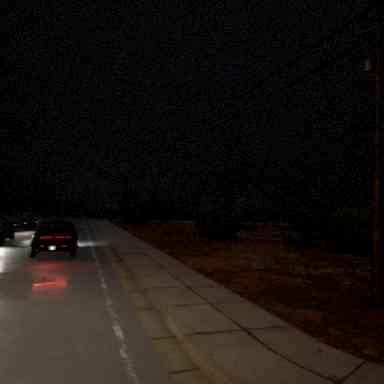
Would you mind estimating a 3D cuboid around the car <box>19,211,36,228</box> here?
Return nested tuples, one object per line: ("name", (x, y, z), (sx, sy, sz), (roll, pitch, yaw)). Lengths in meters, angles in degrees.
("car", (-14.663, 2.432, 28.759), (1.882, 1.535, 5.008), (3, -3, -18))

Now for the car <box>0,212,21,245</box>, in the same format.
("car", (-11.312, 2.099, 18.878), (1.812, 1.442, 4.674), (3, -3, -19))

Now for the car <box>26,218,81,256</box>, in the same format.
("car", (-6.428, 2.111, 15.844), (1.837, 1.490, 4.892), (3, -3, -18))
